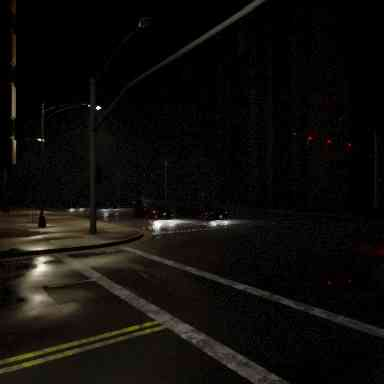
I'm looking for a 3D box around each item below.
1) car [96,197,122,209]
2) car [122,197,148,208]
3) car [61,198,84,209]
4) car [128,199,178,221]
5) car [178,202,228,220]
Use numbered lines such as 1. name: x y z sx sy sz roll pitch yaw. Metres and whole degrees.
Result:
1. car: -11.734 1.506 45.333 1.837 1.490 4.892 0 0 -36
2. car: -8.527 1.526 47.086 1.812 1.442 4.674 0 0 -36
3. car: -16.703 1.548 46.263 2.033 1.411 5.357 0 0 -36
4. car: -3.326 1.564 27.795 1.994 1.385 4.181 0 0 -36
5. car: 0.688 1.547 28.231 2.033 1.411 5.357 0 0 -36
